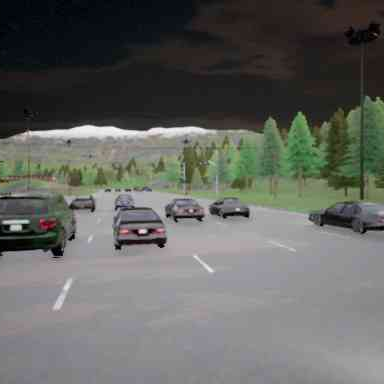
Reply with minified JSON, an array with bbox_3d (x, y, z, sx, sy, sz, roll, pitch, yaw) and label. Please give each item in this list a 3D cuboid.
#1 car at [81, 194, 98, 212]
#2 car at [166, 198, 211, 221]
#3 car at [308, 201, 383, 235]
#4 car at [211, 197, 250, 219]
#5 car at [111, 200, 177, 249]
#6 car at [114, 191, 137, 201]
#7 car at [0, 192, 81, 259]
[{"bbox_3d":[-9.600,0.957,29.895,2.128,1.511,4.902,-1,1,-13],"label":"car"},{"bbox_3d":[-0.597,1.112,21.865,2.033,1.411,5.357,-1,1,-13],"label":"car"},{"bbox_3d":[7.915,1.166,16.233,2.033,1.411,5.357,-1,1,-14],"label":"car"},{"bbox_3d":[2.565,1.070,23.694,1.994,1.385,4.181,-1,1,-13],"label":"car"},{"bbox_3d":[-2.208,1.294,13.320,2.033,1.411,5.357,-1,1,-14],"label":"car"},{"bbox_3d":[-6.428,0.953,31.749,2.033,1.411,5.357,-1,1,-13],"label":"car"},{"bbox_3d":[-5.475,1.021,11.810,2.150,2.045,5.566,-1,1,-13],"label":"car"}]
